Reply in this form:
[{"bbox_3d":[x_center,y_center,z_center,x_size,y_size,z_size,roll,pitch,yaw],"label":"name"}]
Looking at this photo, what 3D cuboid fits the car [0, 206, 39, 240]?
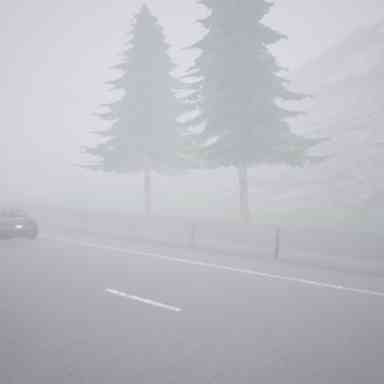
[{"bbox_3d":[-8.524,1.307,14.432,4.181,1.385,1.994,2,1,36],"label":"car"}]
